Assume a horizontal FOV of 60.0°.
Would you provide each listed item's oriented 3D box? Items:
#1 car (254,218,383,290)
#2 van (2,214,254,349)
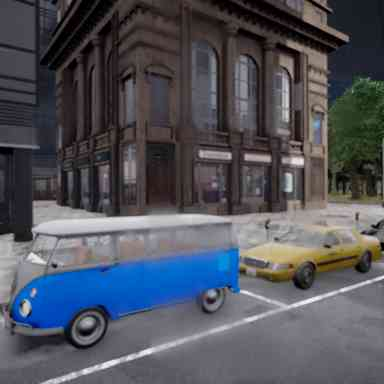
[{"bbox_3d":[3.314,1.503,9.017,4.829,1.417,1.752,0,0,-36],"label":"car"},{"bbox_3d":[-0.975,1.334,5.957,3.998,1.788,1.690,0,0,-36],"label":"van"}]
